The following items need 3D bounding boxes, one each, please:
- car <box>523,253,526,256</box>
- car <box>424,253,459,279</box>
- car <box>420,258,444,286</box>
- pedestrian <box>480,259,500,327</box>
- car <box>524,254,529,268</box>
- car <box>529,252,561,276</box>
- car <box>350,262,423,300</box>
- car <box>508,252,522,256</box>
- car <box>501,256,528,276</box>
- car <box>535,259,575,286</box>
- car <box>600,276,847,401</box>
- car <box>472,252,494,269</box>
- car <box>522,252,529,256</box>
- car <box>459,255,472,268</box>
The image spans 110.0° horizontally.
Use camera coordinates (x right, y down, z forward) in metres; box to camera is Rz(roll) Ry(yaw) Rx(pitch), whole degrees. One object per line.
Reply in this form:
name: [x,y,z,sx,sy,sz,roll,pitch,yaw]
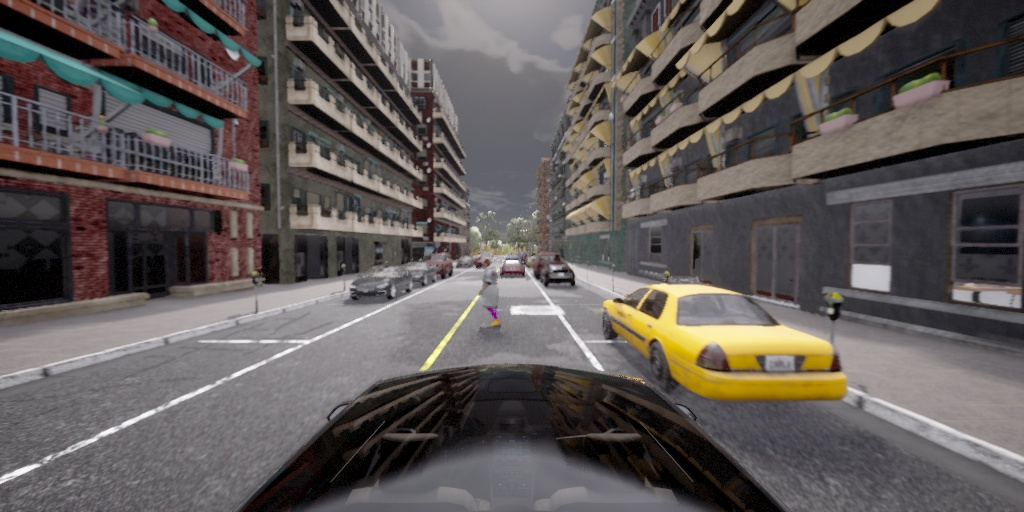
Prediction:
car: [2.697,0.648,49.306,1.802,1.307,4.207,0,0,0]
car: [-5.687,0.699,27.163,2.192,1.841,5.009,0,0,0]
car: [-5.688,1.014,21.640,2.007,1.370,4.403,0,0,0]
pedestrian: [-0.569,0.931,9.552,0.375,1.860,0.375,-1,2,0]
car: [2.696,0.671,43.952,1.751,1.417,4.829,0,0,0]
car: [2.694,0.698,27.210,2.192,1.841,5.009,0,0,0]
car: [-5.688,1.094,16.118,2.007,1.370,4.403,0,0,0]
car: [0.089,0.547,49.047,1.882,1.535,5.008,0,1,0]
car: [0.083,0.910,29.872,1.994,1.385,4.181,0,1,0]
car: [2.693,1.029,21.687,1.948,1.339,4.313,0,0,0]
car: [3.001,1.136,6.579,1.801,1.575,5.366,0,1,0]
car: [-3.075,0.662,41.017,1.882,1.535,5.008,0,1,0]
car: [2.698,0.301,54.829,2.192,1.841,5.009,0,0,0]
car: [-5.684,0.696,43.734,2.007,1.370,4.403,0,0,0]
